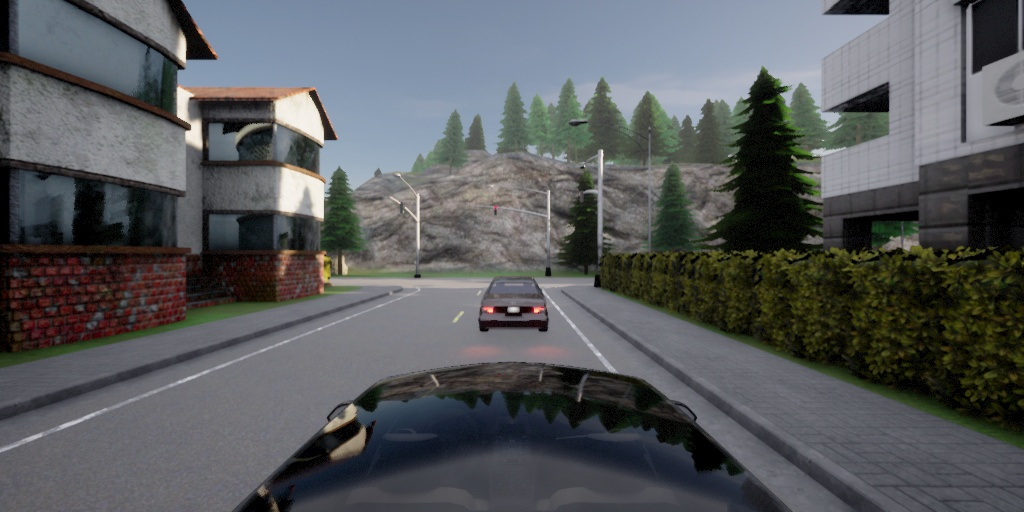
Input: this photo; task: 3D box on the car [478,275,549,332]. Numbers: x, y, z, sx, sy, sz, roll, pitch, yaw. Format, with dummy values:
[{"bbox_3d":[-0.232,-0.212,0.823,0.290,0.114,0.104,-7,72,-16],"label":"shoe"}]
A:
[{"bbox_3d":[0.055,1.289,10.810,2.033,1.411,5.357,0,0,1],"label":"car"}]
